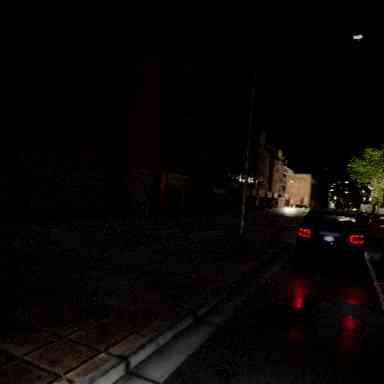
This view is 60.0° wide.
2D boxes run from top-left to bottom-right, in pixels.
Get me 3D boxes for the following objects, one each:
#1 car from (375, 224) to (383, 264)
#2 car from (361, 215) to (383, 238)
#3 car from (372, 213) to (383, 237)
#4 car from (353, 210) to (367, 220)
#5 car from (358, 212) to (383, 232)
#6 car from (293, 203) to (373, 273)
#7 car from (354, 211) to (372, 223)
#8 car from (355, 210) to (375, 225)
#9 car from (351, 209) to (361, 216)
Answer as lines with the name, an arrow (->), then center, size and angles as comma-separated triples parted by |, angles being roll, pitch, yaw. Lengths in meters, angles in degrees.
car -> 7.786, 2.161, 11.777 | 1.752, 1.417, 4.829 | 4, 0, 25
car -> 14.876, 2.725, 27.071 | 1.752, 1.417, 4.829 | 4, 0, 25
car -> 12.458, 2.320, 21.820 | 2.192, 1.841, 5.009 | 4, 0, 25
car -> 28.976, 3.929, 57.506 | 2.008, 1.369, 4.403 | 4, 0, 25
car -> 17.174, 2.826, 32.016 | 1.967, 1.590, 4.097 | 4, 0, 25
car -> 5.471, 1.661, 12.966 | 2.150, 2.045, 5.566 | 5, 0, 25
car -> 24.252, 3.526, 47.309 | 2.008, 1.369, 4.403 | 4, 0, 25
car -> 21.899, 3.216, 42.212 | 1.967, 1.590, 4.097 | 4, 0, 25
car -> 38.419, 4.785, 77.896 | 1.947, 1.339, 4.313 | 4, 0, 25
